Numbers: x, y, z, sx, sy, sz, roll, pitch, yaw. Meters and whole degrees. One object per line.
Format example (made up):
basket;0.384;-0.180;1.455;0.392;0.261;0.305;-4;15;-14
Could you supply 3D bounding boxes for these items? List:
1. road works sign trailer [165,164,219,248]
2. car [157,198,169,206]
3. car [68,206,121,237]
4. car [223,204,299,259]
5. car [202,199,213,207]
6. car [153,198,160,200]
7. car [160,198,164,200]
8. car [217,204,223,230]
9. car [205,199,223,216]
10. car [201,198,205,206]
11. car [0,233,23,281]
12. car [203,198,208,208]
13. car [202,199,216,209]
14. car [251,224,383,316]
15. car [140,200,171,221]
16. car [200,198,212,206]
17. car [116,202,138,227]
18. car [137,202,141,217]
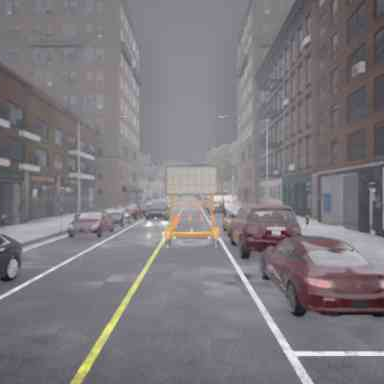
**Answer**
road works sign trailer;-0.004;0.534;15.169;2.380;3.560;2.880;0;0;0
car;-5.405;1.884;62.457;1.802;1.307;4.206;0;0;0
car;-5.392;1.666;18.308;1.802;1.307;4.206;0;0;0
car;2.634;1.374;12.799;2.192;1.841;5.009;0;0;0
car;2.622;1.855;56.943;1.802;1.307;4.206;0;0;0
car;-5.398;1.737;40.382;2.008;1.369;4.403;0;0;0
car;-5.400;1.654;45.902;1.967;1.590;4.097;0;0;0
car;2.628;1.610;18.484;1.752;1.417;4.829;0;0;0
car;2.628;1.742;34.870;1.802;1.307;4.206;0;0;0
car;2.625;1.741;46.077;1.752;1.417;4.829;0;0;0
car;-5.389;1.584;7.270;2.008;1.369;4.403;0;0;0
car;2.626;1.768;40.388;1.802;1.307;4.206;0;0;0
car;2.623;1.788;51.425;1.887;1.381;4.507;0;0;0
car;2.636;1.616;7.279;1.802;1.307;4.206;0;0;0
car;-2.857;1.679;28.896;2.033;1.411;5.357;0;0;0
car;2.620;1.868;62.461;1.947;1.339;4.313;0;0;0
car;-5.394;1.659;23.827;2.008;1.369;4.403;0;0;0
car;-5.395;1.678;29.346;1.887;1.381;4.507;0;0;0
